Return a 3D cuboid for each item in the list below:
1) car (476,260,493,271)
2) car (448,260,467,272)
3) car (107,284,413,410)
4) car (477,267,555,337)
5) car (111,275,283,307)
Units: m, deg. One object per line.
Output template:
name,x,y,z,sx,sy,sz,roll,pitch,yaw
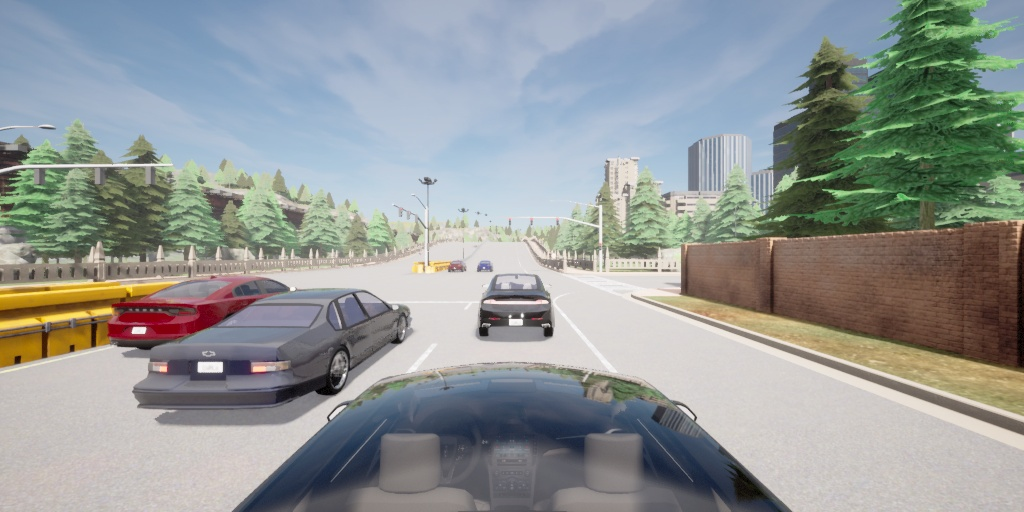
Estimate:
car,-3.391,1.276,45.751,1.812,1.442,4.674,0,0,0
car,-6.887,1.276,45.353,1.812,1.442,4.674,0,0,0
car,-3.398,1.297,6.544,2.033,1.411,5.357,0,0,0
car,0.130,1.242,10.289,2.128,1.511,4.902,0,0,1
car,-6.898,1.228,9.108,1.882,1.535,5.008,0,0,0
